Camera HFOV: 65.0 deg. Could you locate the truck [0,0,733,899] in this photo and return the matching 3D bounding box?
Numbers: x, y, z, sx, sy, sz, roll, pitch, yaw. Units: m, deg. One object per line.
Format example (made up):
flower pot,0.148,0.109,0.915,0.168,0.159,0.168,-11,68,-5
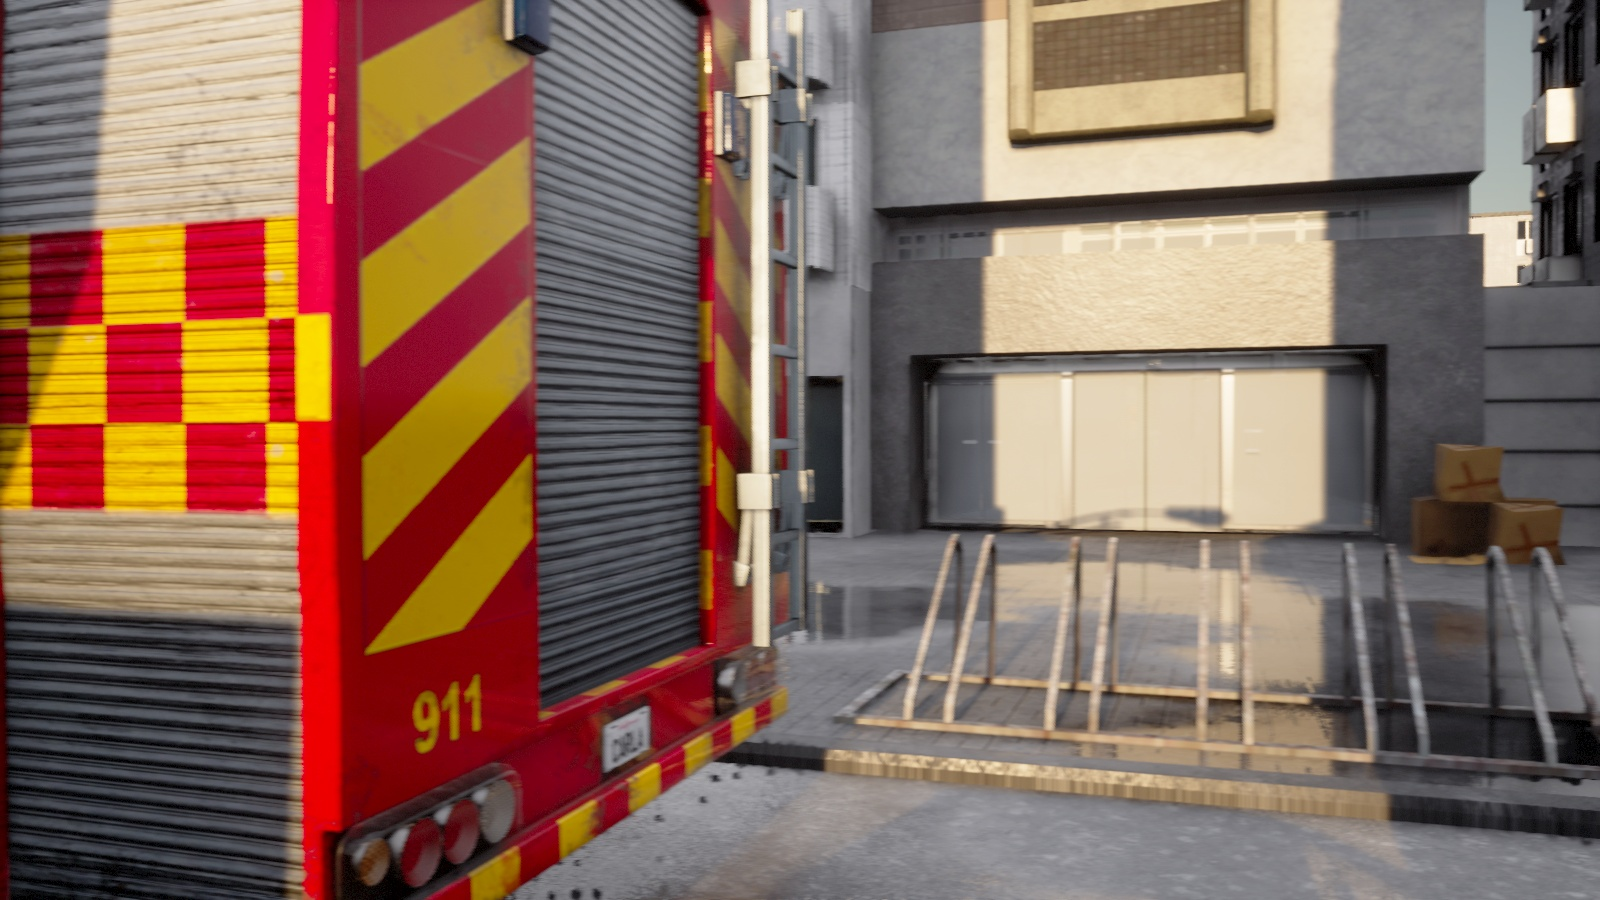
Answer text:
truck,-4.764,-0.441,5.306,8.468,3.827,2.891,1,1,19
